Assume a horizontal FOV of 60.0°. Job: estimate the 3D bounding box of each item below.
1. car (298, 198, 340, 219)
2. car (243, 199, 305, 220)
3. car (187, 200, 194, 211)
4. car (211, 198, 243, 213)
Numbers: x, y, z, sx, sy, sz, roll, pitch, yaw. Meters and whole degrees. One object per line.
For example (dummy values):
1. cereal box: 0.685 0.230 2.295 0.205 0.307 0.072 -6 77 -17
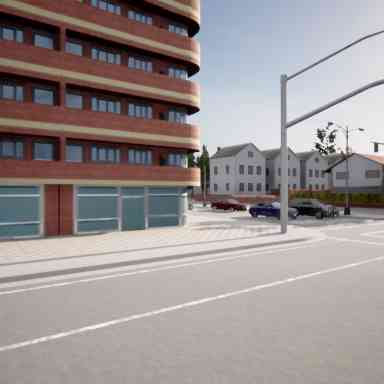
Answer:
1. car: 10.457 1.352 29.098 2.097 1.767 4.553 0 0 -35
2. car: 6.823 1.526 28.204 1.812 1.442 4.674 0 0 -35
3. car: -1.699 1.352 40.500 2.097 1.767 4.553 0 0 -35
4. car: 4.192 1.478 38.134 1.882 1.535 5.008 0 0 -35
